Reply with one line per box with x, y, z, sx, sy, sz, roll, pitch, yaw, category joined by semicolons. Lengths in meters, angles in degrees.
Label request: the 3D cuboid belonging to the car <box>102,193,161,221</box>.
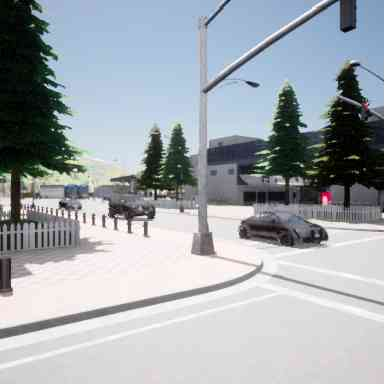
-5.139;1.238;27.721;2.150;2.045;5.566;0;0;-37;car

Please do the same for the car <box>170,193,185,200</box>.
-3.867;1.112;85.969;1.932;1.855;4.605;0;0;-37;car

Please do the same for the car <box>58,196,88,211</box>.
-15.075;1.547;41.026;2.128;1.511;4.902;0;0;-37;car

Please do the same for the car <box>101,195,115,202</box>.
-18.885;1.389;75.023;1.845;1.501;3.633;0;0;-37;car

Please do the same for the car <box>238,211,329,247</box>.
4.013;1.579;15.160;1.994;1.385;4.181;0;0;-32;car

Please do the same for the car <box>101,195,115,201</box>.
-20.905;1.399;82.760;1.970;1.475;3.806;0;0;-37;car

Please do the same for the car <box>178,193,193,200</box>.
-1.777;1.092;88.029;1.905;1.878;3.866;0;0;-37;car
